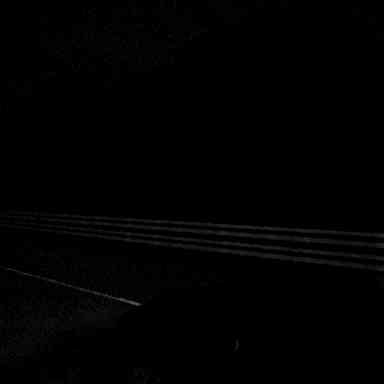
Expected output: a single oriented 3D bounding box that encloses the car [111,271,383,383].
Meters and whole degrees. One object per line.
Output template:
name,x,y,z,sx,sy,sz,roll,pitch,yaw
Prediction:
car,1.409,1.499,2.939,5.008,1.535,1.882,0,0,36
